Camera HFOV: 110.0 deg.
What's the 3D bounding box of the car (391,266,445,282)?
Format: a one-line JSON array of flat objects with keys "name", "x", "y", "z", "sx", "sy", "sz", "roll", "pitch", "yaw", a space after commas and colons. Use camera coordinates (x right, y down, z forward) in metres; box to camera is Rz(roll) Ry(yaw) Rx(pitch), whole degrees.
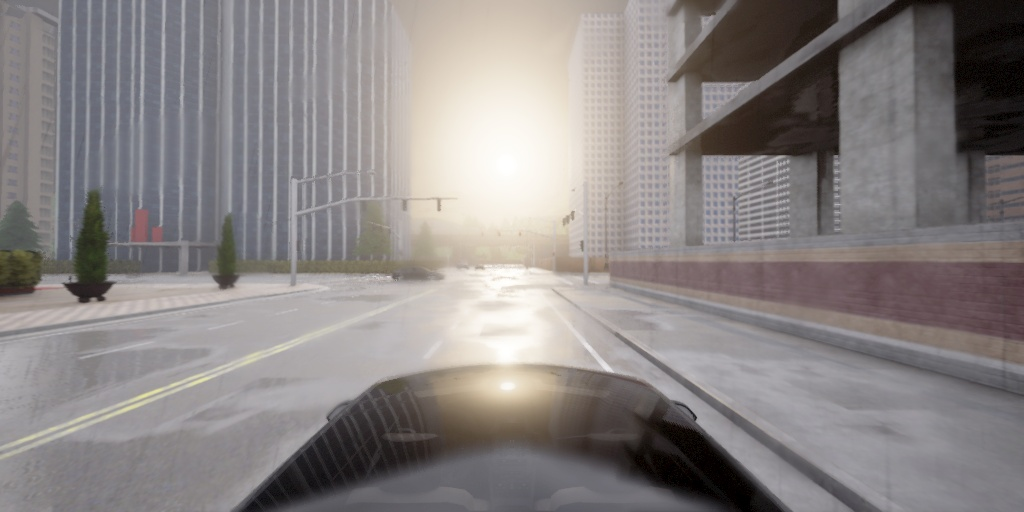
[{"name": "car", "x": -8.855, "y": 1.749, "z": 33.987, "sx": 4.892, "sy": 1.490, "sz": 1.837, "roll": 1, "pitch": -1, "yaw": -1}]
